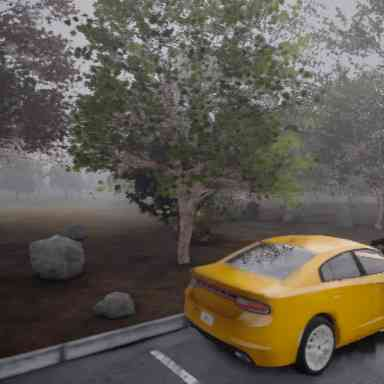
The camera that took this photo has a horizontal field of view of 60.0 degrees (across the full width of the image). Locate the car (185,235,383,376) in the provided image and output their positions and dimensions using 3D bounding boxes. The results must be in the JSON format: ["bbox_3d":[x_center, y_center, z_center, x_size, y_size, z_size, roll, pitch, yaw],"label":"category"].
[{"bbox_3d":[2.263,1.491,5.653,5.008,1.535,2.097,0,1,-33],"label":"car"}]
